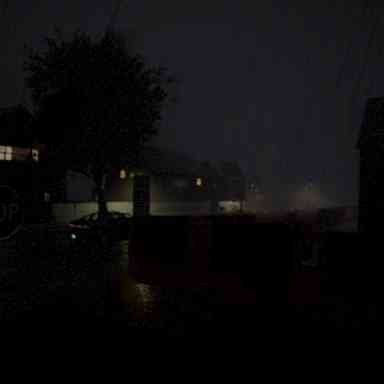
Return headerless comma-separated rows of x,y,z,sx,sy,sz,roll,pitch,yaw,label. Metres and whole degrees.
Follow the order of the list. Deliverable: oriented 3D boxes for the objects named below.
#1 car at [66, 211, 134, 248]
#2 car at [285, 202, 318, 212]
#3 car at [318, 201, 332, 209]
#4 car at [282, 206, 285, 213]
-3.617,1.690,16.028,2.128,1.511,4.902,2,0,35,car
13.468,2.184,40.714,1.812,1.442,4.674,2,0,36,car
19.195,2.179,49.095,2.097,1.767,4.553,2,0,35,car
14.105,2.237,46.566,1.994,1.385,4.181,2,0,35,car
